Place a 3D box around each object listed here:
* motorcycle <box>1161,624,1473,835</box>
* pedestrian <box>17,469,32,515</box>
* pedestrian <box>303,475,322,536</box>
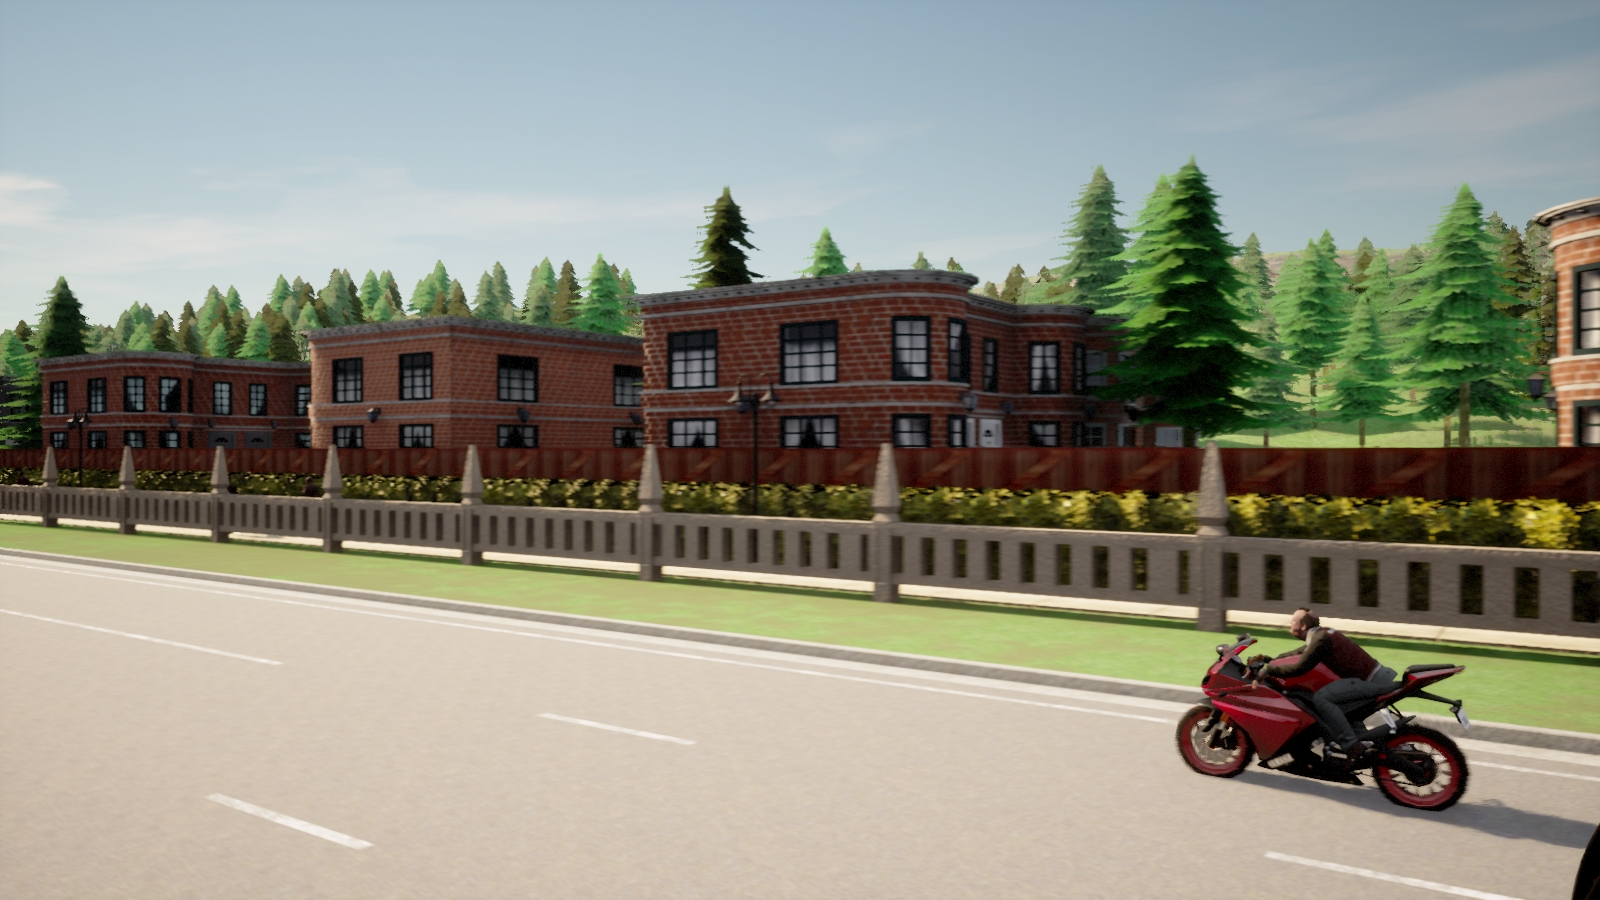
[{"bbox_3d":[4.206,2.205,9.384,2.209,1.251,0.867,0,0,35],"label":"motorcycle"},{"bbox_3d":[-31.463,1.696,46.353,0.375,1.860,0.375,0,0,35],"label":"pedestrian"},{"bbox_3d":[-14.999,1.698,35.142,0.375,1.860,0.375,0,0,32],"label":"pedestrian"}]
